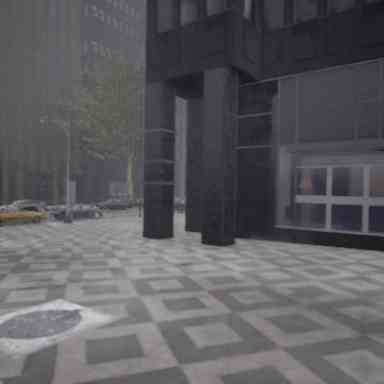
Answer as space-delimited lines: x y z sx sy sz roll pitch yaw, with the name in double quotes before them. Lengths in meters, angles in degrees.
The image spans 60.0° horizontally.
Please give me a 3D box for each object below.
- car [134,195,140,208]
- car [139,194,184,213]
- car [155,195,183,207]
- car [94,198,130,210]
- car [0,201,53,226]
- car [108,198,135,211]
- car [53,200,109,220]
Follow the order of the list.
"car" -6.630 1.213 45.683 2.192 1.841 5.009 1 1 36
"car" -2.941 1.383 36.231 2.192 1.841 5.009 1 1 36
"car" -3.406 1.346 50.155 1.967 1.590 4.097 1 1 36
"car" -9.861 1.472 41.215 1.802 1.307 4.206 1 1 36
"car" -12.522 1.572 22.960 1.752 1.417 4.829 1 1 36
"car" -9.156 1.543 37.637 1.895 1.301 4.718 1 1 36
"car" -9.396 1.604 27.293 2.008 1.369 4.403 1 1 36
